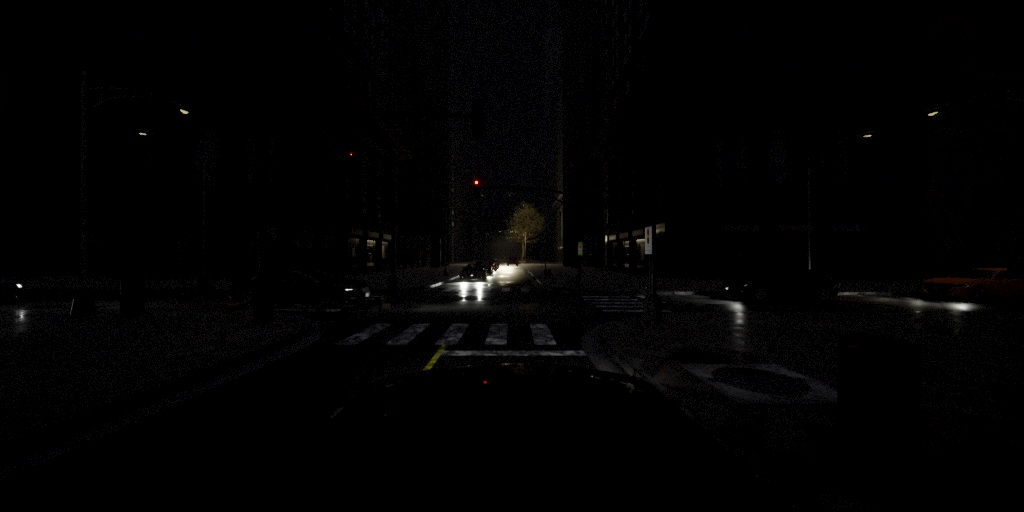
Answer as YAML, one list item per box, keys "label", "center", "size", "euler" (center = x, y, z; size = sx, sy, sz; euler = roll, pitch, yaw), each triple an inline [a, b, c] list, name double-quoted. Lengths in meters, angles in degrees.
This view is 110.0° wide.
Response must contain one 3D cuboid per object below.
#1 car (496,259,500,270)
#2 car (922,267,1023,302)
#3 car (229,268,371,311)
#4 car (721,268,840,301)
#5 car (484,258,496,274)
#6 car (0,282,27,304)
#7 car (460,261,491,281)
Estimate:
- label: "car"
  center: [-3.075, 1.115, 48.280]
  size: [2.097, 1.767, 4.553]
  euler: [0, 0, 0]
- label: "car"
  center: [22.545, 1.299, 16.960]
  size: [5.008, 1.535, 1.882]
  euler: [0, 0, 0]
- label: "car"
  center: [-8.024, 1.217, 13.783]
  size: [4.902, 1.511, 2.128]
  euler: [0, 0, 0]
- label: "car"
  center: [12.590, 1.297, 16.969]
  size: [4.892, 1.490, 1.837]
  euler: [0, 0, 0]
- label: "car"
  center: [-3.089, 1.231, 38.634]
  size: [1.882, 1.535, 5.008]
  euler: [0, 0, 0]
- label: "car"
  center: [-22.061, 1.280, 13.794]
  size: [4.718, 1.301, 1.895]
  euler: [0, 0, 0]
- label: "car"
  center: [-3.092, 1.314, 29.564]
  size: [1.994, 1.385, 4.181]
  euler: [0, 0, 0]
